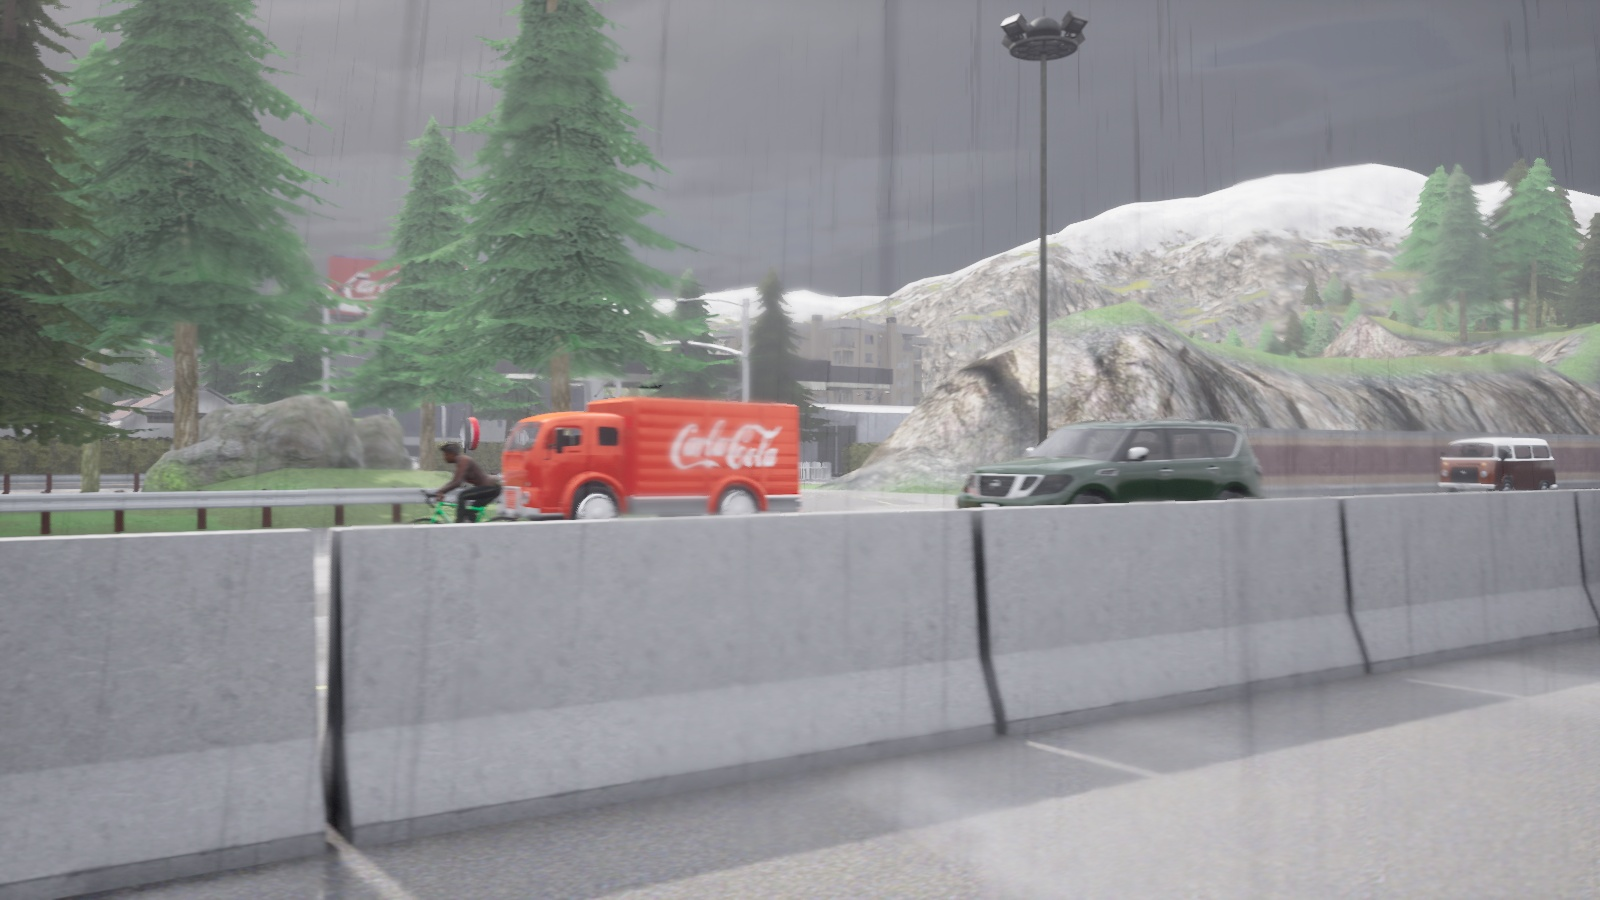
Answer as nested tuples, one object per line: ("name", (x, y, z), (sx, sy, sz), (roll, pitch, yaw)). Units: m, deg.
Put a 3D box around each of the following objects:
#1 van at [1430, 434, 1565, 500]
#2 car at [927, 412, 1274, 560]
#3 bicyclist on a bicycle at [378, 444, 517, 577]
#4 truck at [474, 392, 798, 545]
("van", (22.650, 0.520, 40.743), (4.480, 2.038, 2.069), (0, 0, -35))
("car", (4.837, 0.503, 19.816), (5.566, 2.045, 2.150), (0, 0, -35))
("bicyclist on a bicycle", (-4.460, 0.746, 15.914), (1.656, 1.620, 0.582), (0, 0, -18))
("truck", (-2.942, 0.328, 22.791), (5.204, 2.467, 2.627), (1, -1, -32))
